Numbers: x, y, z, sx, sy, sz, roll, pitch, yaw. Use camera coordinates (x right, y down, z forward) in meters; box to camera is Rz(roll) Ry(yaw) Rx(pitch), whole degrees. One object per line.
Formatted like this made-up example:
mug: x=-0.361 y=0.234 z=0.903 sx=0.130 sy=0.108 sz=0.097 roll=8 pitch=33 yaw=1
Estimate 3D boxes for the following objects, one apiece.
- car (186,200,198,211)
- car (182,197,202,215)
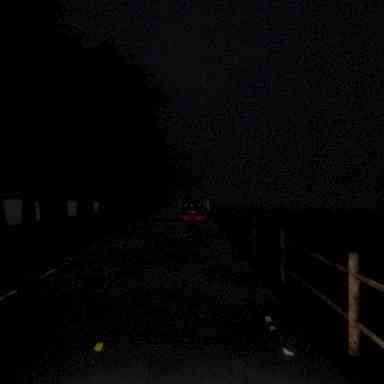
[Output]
car: x=-0.011 y=2.036 z=50.956 sx=1.837 sy=1.490 sz=4.892 roll=0 pitch=-1 yaw=0
car: x=-0.009 y=1.622 z=40.240 sx=2.150 sy=2.045 sz=5.566 roll=0 pitch=-1 yaw=0
